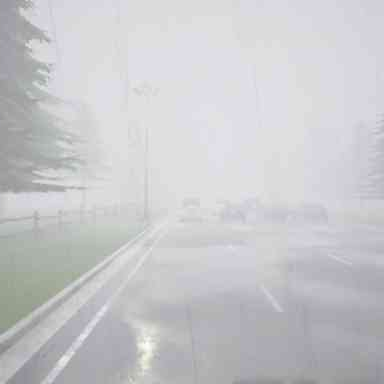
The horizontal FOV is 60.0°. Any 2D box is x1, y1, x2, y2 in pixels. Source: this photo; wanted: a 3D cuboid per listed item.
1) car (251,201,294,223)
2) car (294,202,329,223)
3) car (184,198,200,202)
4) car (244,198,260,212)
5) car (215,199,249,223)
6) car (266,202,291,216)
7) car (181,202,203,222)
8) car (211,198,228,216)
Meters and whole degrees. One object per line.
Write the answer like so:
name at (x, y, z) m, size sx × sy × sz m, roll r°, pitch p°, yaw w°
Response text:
car at (7.000, 1.876, 29.507) m, size 2.128 × 1.511 × 4.902 m, roll 0°, pitch -1°, yaw 0°
car at (10.500, 1.741, 29.896) m, size 2.097 × 1.767 × 4.553 m, roll 0°, pitch -1°, yaw 0°
car at (0.002, 1.748, 40.288) m, size 2.150 × 2.045 × 5.566 m, roll 0°, pitch -1°, yaw 0°
car at (7.002, 1.748, 40.300) m, size 2.150 × 2.045 × 5.566 m, roll 0°, pitch -1°, yaw 0°
car at (3.500, 1.742, 29.896) m, size 2.097 × 1.767 × 4.553 m, roll 0°, pitch -1°, yaw 0°
car at (10.507, 2.036, 40.712) m, size 1.837 × 1.490 × 4.892 m, roll 0°, pitch 0°, yaw 0°
car at (0.000, 1.916, 29.924) m, size 1.812 × 1.442 × 4.674 m, roll 0°, pitch -1°, yaw 0°
car at (3.503, 1.748, 40.303) m, size 2.150 × 2.045 × 5.566 m, roll 0°, pitch -1°, yaw 0°
